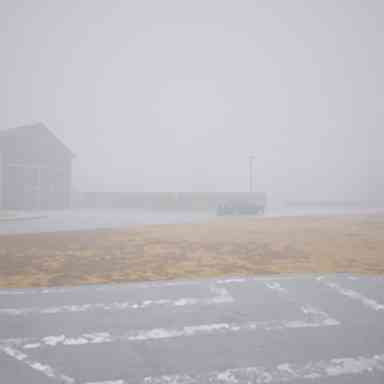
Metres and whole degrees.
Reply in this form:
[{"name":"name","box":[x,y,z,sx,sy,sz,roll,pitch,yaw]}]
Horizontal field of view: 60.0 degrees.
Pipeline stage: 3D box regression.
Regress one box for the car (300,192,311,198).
[{"name":"car","box":[29.788,1.585,87.048,2.242,1.667,4.611,0,0,35]}]

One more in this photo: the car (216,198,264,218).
[{"name":"car","box":[4.384,1.316,30.023,4.553,1.767,2.097,0,0,-36]}]
